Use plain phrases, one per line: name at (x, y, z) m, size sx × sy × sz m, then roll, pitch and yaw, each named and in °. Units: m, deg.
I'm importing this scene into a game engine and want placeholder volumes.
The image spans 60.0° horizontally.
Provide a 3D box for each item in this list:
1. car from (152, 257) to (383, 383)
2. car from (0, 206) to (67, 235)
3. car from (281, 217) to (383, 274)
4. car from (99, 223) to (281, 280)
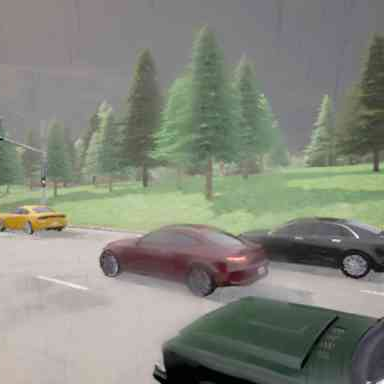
car at (1.958, 1.600, 2.596) m, size 4.718 × 1.301 × 1.895 m, roll 0°, pitch 0°, yaw 36°
car at (-9.322, 1.530, 19.234) m, size 5.008 × 1.535 × 1.882 m, roll 0°, pitch 0°, yaw 35°
car at (3.562, 1.513, 10.049) m, size 4.892 × 1.490 × 1.837 m, roll 0°, pitch 0°, yaw 35°
car at (-0.364, 1.540, 8.541) m, size 4.674 × 1.442 × 1.812 m, roll 0°, pitch 0°, yaw 36°
